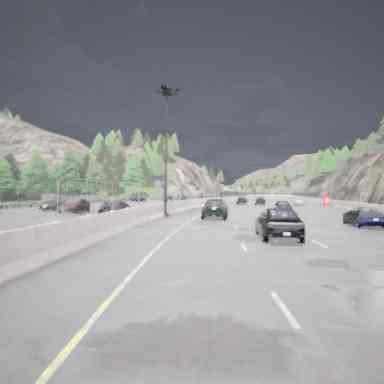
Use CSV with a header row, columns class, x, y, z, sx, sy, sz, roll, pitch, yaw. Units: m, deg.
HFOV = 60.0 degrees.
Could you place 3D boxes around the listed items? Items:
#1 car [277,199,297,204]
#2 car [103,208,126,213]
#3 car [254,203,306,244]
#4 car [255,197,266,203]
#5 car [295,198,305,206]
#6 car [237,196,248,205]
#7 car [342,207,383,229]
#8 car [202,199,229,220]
class,x,y,z,sx,sy,sz,roll,pitch,yaw
car,10.173,1.691,37.177,2.033,1.411,5.357,1,0,13
car,-7.845,1.469,33.951,1.994,1.385,4.181,1,0,9
car,4.197,1.551,16.333,2.128,1.511,4.902,1,0,5
car,13.223,1.696,64.157,1.837,1.490,4.892,1,0,13
car,20.084,1.807,62.807,1.812,1.442,4.674,1,0,13
car,9.802,1.649,64.921,1.837,1.490,4.892,1,0,13
car,11.956,1.728,23.143,1.994,1.385,4.181,1,0,7
car,2.116,1.388,29.147,2.097,1.767,4.553,1,0,9
